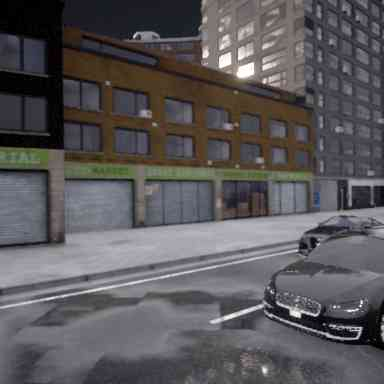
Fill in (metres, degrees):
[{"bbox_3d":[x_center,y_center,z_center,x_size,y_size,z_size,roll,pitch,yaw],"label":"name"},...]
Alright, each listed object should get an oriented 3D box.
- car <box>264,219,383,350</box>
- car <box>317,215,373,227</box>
[{"bbox_3d":[3.419,1.516,6.370,4.892,1.490,1.837,0,0,-38],"label":"car"},{"bbox_3d":[5.865,1.583,12.483,4.181,1.385,1.994,0,0,-39],"label":"car"}]
